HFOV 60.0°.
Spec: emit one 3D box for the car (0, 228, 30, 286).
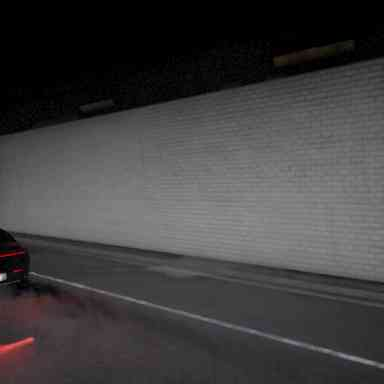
[{"bbox_3d":[-5.916,1.506,8.208,4.892,1.490,1.837,0,0,35],"label":"car"}]
